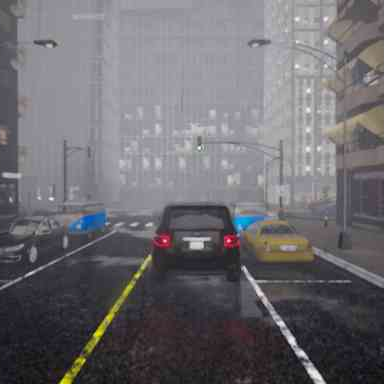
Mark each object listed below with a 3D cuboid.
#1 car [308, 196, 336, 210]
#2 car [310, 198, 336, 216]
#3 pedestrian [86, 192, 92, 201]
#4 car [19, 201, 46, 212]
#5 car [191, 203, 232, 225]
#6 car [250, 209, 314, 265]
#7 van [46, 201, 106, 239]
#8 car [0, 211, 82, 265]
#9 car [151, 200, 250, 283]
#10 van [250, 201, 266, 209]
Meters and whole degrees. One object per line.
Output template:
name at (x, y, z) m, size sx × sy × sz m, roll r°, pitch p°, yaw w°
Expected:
car at (15.345, 1.400, 36.357) m, size 5.009 × 1.841 × 2.192 m, roll 0°, pitch 0°, yaw 1°
car at (14.911, 1.640, 33.760) m, size 4.674 × 1.442 × 1.812 m, roll 0°, pitch 1°, yaw -1°
pedestrian at (-12.277, 0.954, 39.540) m, size 0.375 × 1.860 × 0.375 m, roll 0°, pitch 0°, yaw 1°
car at (-16.141, 1.545, 30.845) m, size 5.357 × 1.411 × 2.033 m, roll 0°, pitch 1°, yaw 1°
car at (1.638, 1.642, 25.917) m, size 1.994 × 1.385 × 4.181 m, roll 0°, pitch 0°, yaw 21°
car at (2.712, 1.543, 11.632) m, size 1.752 × 1.417 × 4.829 m, roll -1°, pitch 0°, yaw 0°
van at (-5.654, 1.367, 17.118) m, size 1.690 × 1.788 × 3.998 m, roll -1°, pitch 0°, yaw 0°
car at (-5.668, 1.568, 11.516) m, size 2.008 × 1.369 × 4.403 m, roll -1°, pitch 0°, yaw 0°
car at (0.117, 1.238, 9.859) m, size 2.150 × 2.045 × 5.566 m, roll 0°, pitch 0°, yaw 0°
van at (2.726, 1.367, 17.064) m, size 1.690 × 1.788 × 3.998 m, roll -1°, pitch 0°, yaw 0°
